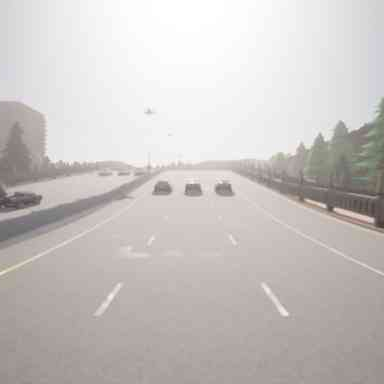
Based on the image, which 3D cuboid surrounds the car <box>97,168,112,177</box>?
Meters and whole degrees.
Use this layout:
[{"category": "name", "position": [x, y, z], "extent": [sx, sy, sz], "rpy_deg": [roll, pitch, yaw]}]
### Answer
[{"category": "car", "position": [-17.243, -3.928, 65.805], "extent": [1.882, 1.535, 5.008], "rpy_deg": [0, 7, 0]}]

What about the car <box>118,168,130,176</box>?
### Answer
[{"category": "car", "position": [-13.733, -4.095, 67.726], "extent": [2.033, 1.411, 5.357], "rpy_deg": [0, 7, 0]}]

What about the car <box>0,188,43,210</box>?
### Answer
[{"category": "car", "position": [-13.994, 0.592, 26.895], "extent": [1.895, 1.301, 4.718], "rpy_deg": [0, 5, 1]}]

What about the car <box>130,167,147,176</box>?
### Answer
[{"category": "car", "position": [-10.244, -4.062, 65.867], "extent": [2.097, 1.767, 4.553], "rpy_deg": [0, 6, 0]}]

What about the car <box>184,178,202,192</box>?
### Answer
[{"category": "car", "position": [0.142, -0.884, 39.235], "extent": [2.128, 1.511, 4.902], "rpy_deg": [0, 7, 1]}]

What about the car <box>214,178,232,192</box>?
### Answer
[{"category": "car", "position": [3.642, -0.884, 39.219], "extent": [2.128, 1.511, 4.902], "rpy_deg": [0, 7, 1]}]

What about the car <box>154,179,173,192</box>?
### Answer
[{"category": "car", "position": [-3.355, -0.820, 39.329], "extent": [1.994, 1.385, 4.181], "rpy_deg": [0, 7, 1]}]

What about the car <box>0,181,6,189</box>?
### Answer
[{"category": "car", "position": [-17.487, 0.174, 27.336], "extent": [2.150, 2.045, 5.566], "rpy_deg": [0, 5, 1]}]
